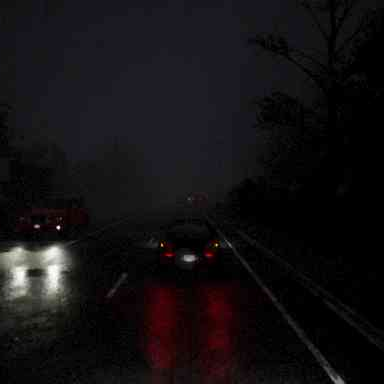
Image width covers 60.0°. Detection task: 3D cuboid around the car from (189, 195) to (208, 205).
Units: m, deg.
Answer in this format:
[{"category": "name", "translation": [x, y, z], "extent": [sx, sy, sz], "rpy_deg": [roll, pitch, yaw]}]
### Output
[{"category": "car", "translation": [1.350, 1.571, 70.034], "extent": [2.150, 2.045, 5.566], "rpy_deg": [0, 0, 10]}]

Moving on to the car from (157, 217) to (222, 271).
[{"category": "car", "translation": [-0.098, 1.540, 10.838], "extent": [1.812, 1.442, 4.674], "rpy_deg": [0, 0, -1]}]

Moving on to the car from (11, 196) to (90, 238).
[{"category": "car", "translation": [-7.280, 1.240, 18.290], "extent": [2.150, 2.045, 5.566], "rpy_deg": [0, 0, -1]}]

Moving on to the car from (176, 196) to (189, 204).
[{"category": "car", "translation": [-2.090, 1.874, 70.728], "extent": [2.128, 1.511, 4.902], "rpy_deg": [0, 0, 10]}]

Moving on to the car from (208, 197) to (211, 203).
[{"category": "car", "translation": [3.393, 1.928, 80.403], "extent": [2.033, 1.411, 5.357], "rpy_deg": [0, 0, 15]}]

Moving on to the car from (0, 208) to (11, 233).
[{"category": "car", "translation": [-10.761, 1.507, 16.773], "extent": [2.128, 1.511, 4.902], "rpy_deg": [0, 0, -1]}]

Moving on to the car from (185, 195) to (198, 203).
[{"category": "car", "translation": [-0.131, 1.722, 80.717], "extent": [2.097, 1.767, 4.553], "rpy_deg": [0, 0, 15]}]
